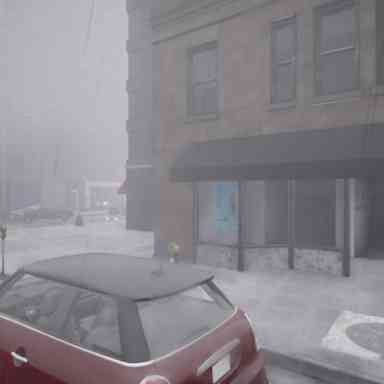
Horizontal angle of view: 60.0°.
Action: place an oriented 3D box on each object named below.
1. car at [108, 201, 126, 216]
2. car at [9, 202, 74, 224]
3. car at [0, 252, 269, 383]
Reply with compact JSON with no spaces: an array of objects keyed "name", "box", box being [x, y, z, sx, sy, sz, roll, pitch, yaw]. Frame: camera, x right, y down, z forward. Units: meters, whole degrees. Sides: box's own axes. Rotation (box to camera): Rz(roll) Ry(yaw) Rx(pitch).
[{"name":"car","box":[-6.204,1.562,32.593,1.994,1.385,4.181,0,0,35]},{"name":"car","box":[-11.324,1.522,25.313,1.812,1.442,4.674,0,0,37]},{"name":"car","box":[-1.341,1.441,3.803,4.097,1.590,1.967,0,0,36]}]
